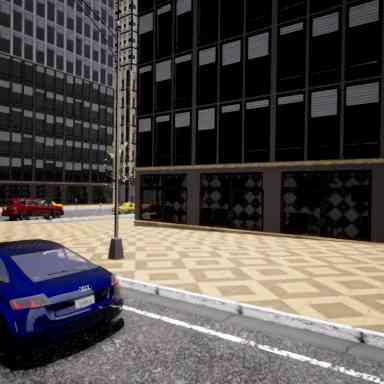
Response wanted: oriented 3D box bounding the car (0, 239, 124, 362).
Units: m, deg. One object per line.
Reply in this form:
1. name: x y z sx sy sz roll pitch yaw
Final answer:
1. car: -3.212 1.561 5.956 4.181 1.385 1.994 0 0 34

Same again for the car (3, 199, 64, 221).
1. car: -13.814 1.519 29.166 2.192 1.841 5.009 1 0 36

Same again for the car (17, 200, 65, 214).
1. car: -17.347 1.642 38.527 1.752 1.417 4.829 1 0 36

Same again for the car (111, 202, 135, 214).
1. car: -7.051 1.830 38.403 1.752 1.417 4.829 1 0 36
